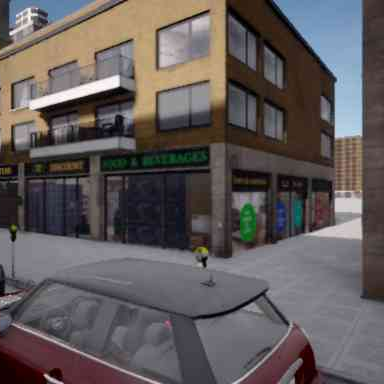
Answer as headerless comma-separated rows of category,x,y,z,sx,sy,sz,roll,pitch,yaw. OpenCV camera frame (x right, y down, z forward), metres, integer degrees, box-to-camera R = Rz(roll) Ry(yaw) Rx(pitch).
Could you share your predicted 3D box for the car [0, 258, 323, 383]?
car,-0.907,1.440,3.458,4.097,1.590,1.967,0,0,35
